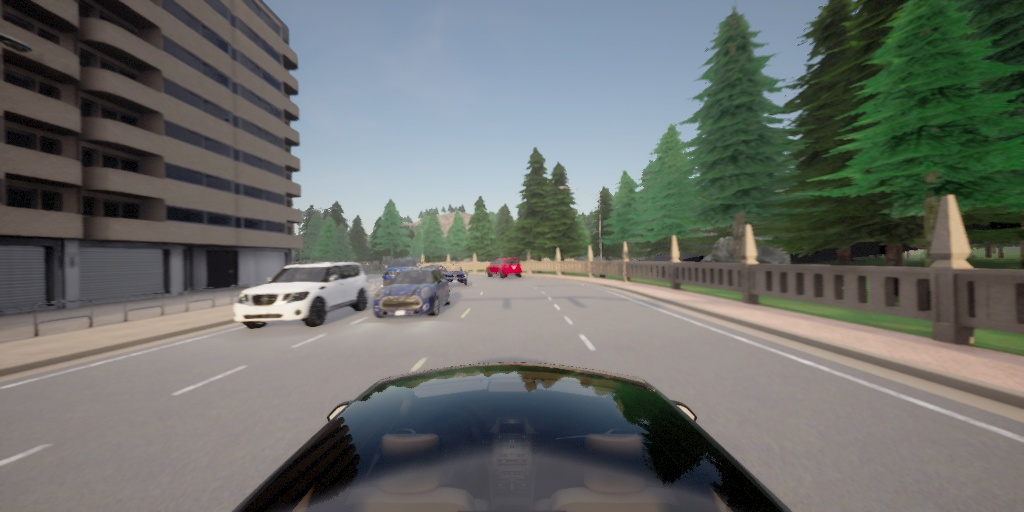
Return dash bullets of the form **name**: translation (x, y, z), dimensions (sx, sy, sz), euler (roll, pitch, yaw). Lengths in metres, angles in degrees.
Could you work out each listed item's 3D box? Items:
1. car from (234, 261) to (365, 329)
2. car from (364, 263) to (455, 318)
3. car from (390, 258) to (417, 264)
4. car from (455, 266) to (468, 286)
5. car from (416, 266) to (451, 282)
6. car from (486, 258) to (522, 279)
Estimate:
- **car**: translation (-7.128, 1.244, 12.990), dimensions (2.150, 2.045, 5.566), euler (-2, 0, 0)
- **car**: translation (-3.716, 1.286, 13.995), dimensions (2.097, 1.767, 4.553), euler (-2, 0, -1)
- **car**: translation (-7.785, 1.157, 25.736), dimensions (2.150, 2.045, 5.566), euler (-2, 0, -13)
- **car**: translation (-4.363, 1.437, 26.510), dimensions (1.895, 1.301, 4.718), euler (-2, 0, -13)
- **car**: translation (-8.004, 1.749, 36.082), dimensions (2.033, 1.411, 5.357), euler (-1, 0, -28)
- **car**: translation (-0.884, 1.234, 37.080), dimensions (2.150, 2.045, 5.566), euler (-1, 0, -24)
